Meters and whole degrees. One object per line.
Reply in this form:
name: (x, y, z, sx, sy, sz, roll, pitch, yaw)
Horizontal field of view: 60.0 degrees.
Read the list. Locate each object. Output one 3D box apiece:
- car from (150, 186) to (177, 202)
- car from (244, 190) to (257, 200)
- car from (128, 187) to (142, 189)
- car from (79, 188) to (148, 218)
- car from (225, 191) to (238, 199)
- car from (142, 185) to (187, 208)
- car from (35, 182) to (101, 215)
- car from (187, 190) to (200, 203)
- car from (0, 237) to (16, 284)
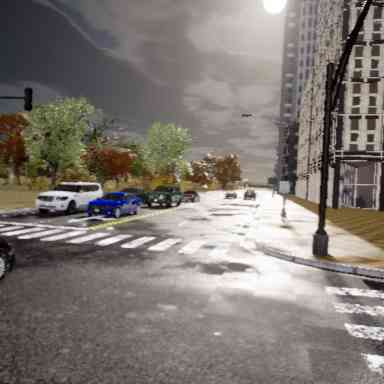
car: (-3.510, 0.203, 42.276, 2.097, 1.767, 4.553, 3, 1, 13)
car: (10.324, 0.437, 58.805, 2.097, 1.767, 4.553, 3, 1, 13)
car: (-5.824, 0.337, 32.269, 2.097, 1.767, 4.553, 3, 1, 13)
car: (-4.917, 0.757, 21.719, 1.882, 1.535, 5.008, 3, 1, 14)
car: (7.045, 0.532, 59.078, 1.895, 1.301, 4.718, 3, 1, 13)
car: (-2.526, 0.359, 32.087, 2.150, 2.045, 5.566, 3, 1, 14)
car: (-8.044, 0.339, 22.592, 2.150, 2.045, 5.566, 3, 1, 13)
car: (-0.172, 0.526, 42.356, 1.812, 1.442, 4.674, 3, 2, 13)
car: (-5.067, 1.146, 5.326, 1.837, 1.490, 4.892, 3, 2, 12)
